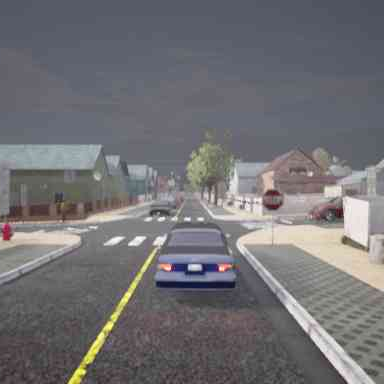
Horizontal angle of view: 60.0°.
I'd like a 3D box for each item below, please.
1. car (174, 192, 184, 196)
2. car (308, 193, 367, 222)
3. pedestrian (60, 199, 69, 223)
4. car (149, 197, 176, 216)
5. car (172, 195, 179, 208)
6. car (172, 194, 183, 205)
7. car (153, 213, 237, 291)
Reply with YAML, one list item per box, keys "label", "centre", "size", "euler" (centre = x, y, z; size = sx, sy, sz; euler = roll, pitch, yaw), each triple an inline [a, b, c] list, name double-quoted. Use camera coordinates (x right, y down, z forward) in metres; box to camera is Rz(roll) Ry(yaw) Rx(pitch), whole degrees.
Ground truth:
- label: "car"
  centre: [-2.896, 1.067, 68.926]
  size: [2.150, 2.045, 5.566]
  euler: [0, 0, 0]
- label: "car"
  centre: [10.320, 1.016, 22.565]
  size: [4.553, 1.767, 2.097]
  euler: [-2, -1, -1]
- label: "pedestrian"
  centre: [-9.745, 1.406, 25.316]
  size: [0.375, 1.860, 0.375]
  euler: [0, 1, 0]
- label: "car"
  centre: [-2.912, 1.480, 31.717]
  size: [2.033, 1.411, 5.357]
  euler: [0, 0, 0]
- label: "car"
  centre: [-2.910, 1.433, 42.607]
  size: [1.812, 1.442, 4.674]
  euler: [0, 0, -2]
- label: "car"
  centre: [-2.934, 1.483, 53.011]
  size: [1.895, 1.301, 4.718]
  euler: [0, 0, 0]
- label: "car"
  centre: [0.115, 1.530, 9.068]
  size: [2.033, 1.411, 5.357]
  euler: [0, 0, 1]
